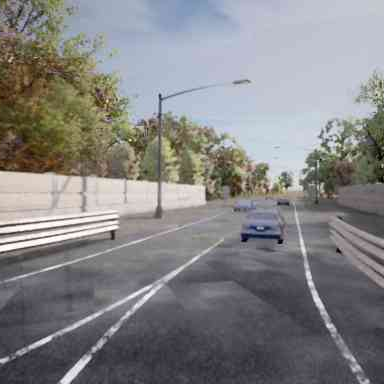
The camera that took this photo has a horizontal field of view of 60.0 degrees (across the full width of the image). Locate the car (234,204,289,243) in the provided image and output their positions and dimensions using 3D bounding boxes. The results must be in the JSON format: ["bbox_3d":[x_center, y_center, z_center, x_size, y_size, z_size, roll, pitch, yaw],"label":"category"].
[{"bbox_3d":[3.537,1.539,16.089,2.033,1.411,5.357,0,0,17],"label":"car"}]

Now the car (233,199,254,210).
[{"bbox_3d":[5.776,1.492,36.479,1.812,1.442,4.674,0,0,17],"label":"car"}]

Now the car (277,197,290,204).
[{"bbox_3d":[15.246,1.544,55.611,1.994,1.385,4.181,0,0,17],"label":"car"}]

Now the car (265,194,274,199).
[{"bbox_3d":[17.880,1.128,76.645,1.882,1.535,5.008,0,0,17],"label":"car"}]
